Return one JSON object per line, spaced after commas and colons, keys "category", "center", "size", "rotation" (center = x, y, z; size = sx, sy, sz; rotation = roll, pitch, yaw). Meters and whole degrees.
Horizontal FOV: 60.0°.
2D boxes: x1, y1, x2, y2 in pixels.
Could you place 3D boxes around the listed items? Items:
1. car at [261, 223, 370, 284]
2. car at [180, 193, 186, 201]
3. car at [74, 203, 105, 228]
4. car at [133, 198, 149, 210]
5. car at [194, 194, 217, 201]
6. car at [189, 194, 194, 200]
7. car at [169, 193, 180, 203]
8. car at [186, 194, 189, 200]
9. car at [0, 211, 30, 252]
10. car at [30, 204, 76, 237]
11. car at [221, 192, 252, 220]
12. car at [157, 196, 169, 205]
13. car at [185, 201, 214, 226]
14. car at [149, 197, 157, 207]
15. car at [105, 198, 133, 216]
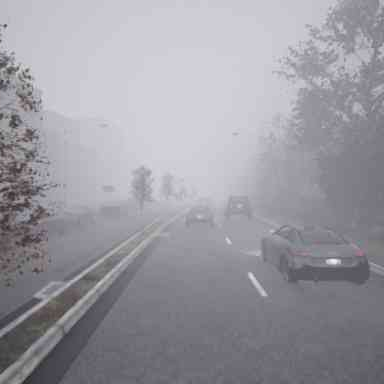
{"category": "car", "center": [3.309, 1.596, 9.725], "size": [1.994, 1.385, 4.181], "rotation": [0, 0, 1]}
{"category": "car", "center": [-3.778, 1.232, 77.786], "size": [2.435, 2.045, 5.566], "rotation": [0, 0, 10]}
{"category": "car", "center": [-7.836, 1.530, 22.485], "size": [2.231, 1.521, 4.892], "rotation": [0, 0, 0]}
{"category": "car", "center": [-7.499, 1.563, 43.072], "size": [2.163, 1.488, 4.792], "rotation": [0, 0, 3]}
{"category": "car", "center": [1.717, 1.429, 42.049], "size": [2.097, 1.767, 4.553], "rotation": [0, 0, 5]}
{"category": "car", "center": [-1.772, 1.438, 88.576], "size": [1.946, 1.575, 5.366], "rotation": [0, 0, 12]}
{"category": "car", "center": [-4.665, 1.498, 72.310], "size": [2.231, 1.521, 4.892], "rotation": [0, 0, 9]}
{"category": "car", "center": [-2.841, 1.461, 83.115], "size": [1.946, 1.575, 5.366], "rotation": [0, 0, 11]}
{"category": "car", "center": [-7.915, 1.540, 11.358], "size": [2.163, 1.488, 4.792], "rotation": [0, 0, 0]}
{"category": "car", "center": [-7.876, 1.561, 16.934], "size": [2.002, 1.452, 4.674], "rotation": [0, 0, 0]}
{"category": "car", "center": [3.975, 1.295, 29.331], "size": [2.150, 2.045, 5.566], "rotation": [0, 0, 4]}
{"category": "car", "center": [-6.100, 1.510, 61.076], "size": [1.946, 1.575, 5.366], "rotation": [0, 0, 7]}
{"category": "car", "center": [0.575, 1.626, 24.353], "size": [1.994, 1.385, 4.181], "rotation": [0, 0, 2]}
{"category": "car", "center": [-7.080, 1.523, 50.101], "size": [1.946, 1.575, 5.366], "rotation": [0, 0, 5]}
{"category": "car", "center": [-7.757, 1.536, 33.477], "size": [2.097, 1.535, 5.008], "rotation": [0, 0, 1]}
